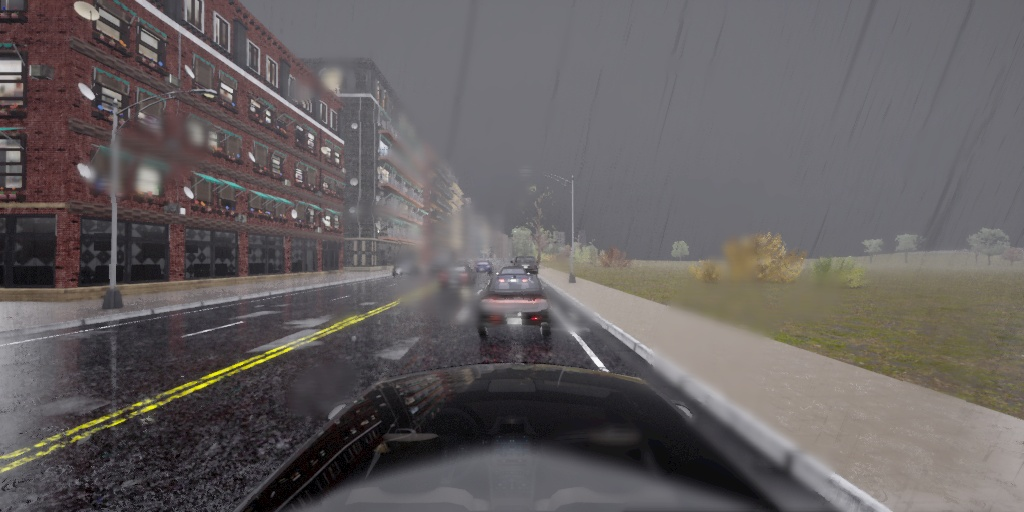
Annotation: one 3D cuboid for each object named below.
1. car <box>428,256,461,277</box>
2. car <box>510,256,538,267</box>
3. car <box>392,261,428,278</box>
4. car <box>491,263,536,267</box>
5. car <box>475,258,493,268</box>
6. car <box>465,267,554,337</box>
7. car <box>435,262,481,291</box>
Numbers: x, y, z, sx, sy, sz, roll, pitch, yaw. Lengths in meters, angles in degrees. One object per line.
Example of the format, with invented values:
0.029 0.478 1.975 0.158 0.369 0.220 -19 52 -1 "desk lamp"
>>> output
-6.679 0.975 35.162 2.150 2.045 5.566 0 0 0 "car"
1.070 0.979 30.984 2.150 2.045 5.566 0 0 0 "car"
-9.927 1.245 34.142 2.128 1.511 4.902 0 0 0 "car"
0.060 1.301 20.771 2.033 1.411 5.357 0 0 0 "car"
-3.240 1.280 41.420 1.812 1.442 4.674 0 0 0 "car"
0.081 1.243 10.331 2.128 1.511 4.902 0 0 0 "car"
-3.197 1.279 22.044 1.812 1.442 4.674 0 0 0 "car"
